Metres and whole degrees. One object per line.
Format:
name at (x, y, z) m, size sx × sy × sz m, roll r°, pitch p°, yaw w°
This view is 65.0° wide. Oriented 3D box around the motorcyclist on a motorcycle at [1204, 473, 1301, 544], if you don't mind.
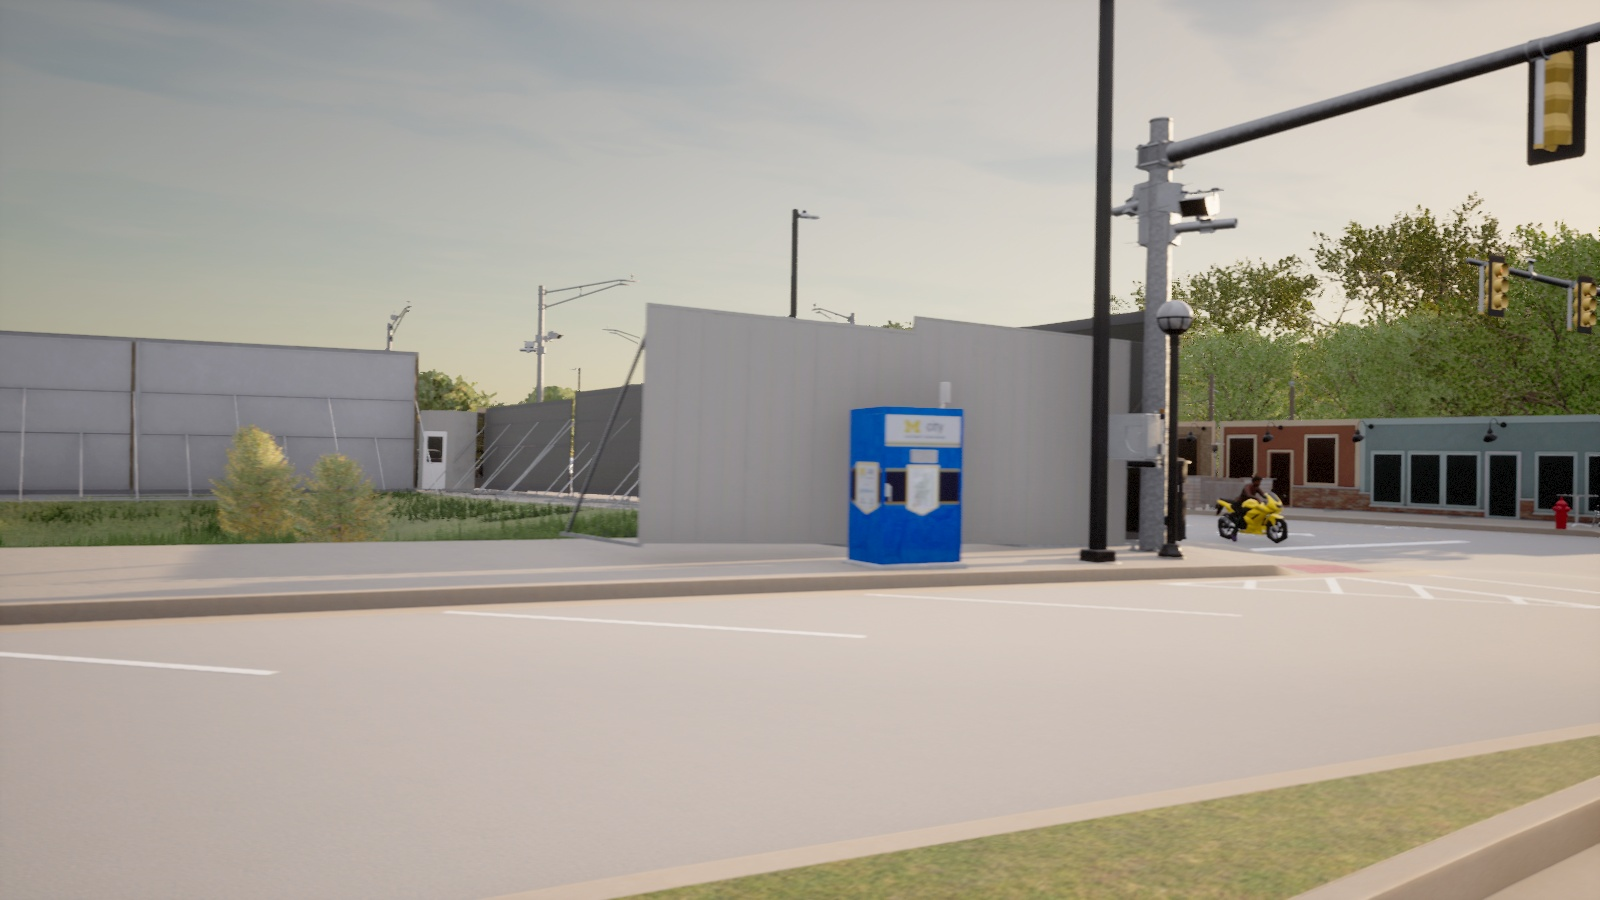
motorcyclist on a motorcycle at (10.248, 1.291, 28.500) m, size 0.797 × 1.523 × 2.044 m, roll 1°, pitch 0°, yaw -29°
